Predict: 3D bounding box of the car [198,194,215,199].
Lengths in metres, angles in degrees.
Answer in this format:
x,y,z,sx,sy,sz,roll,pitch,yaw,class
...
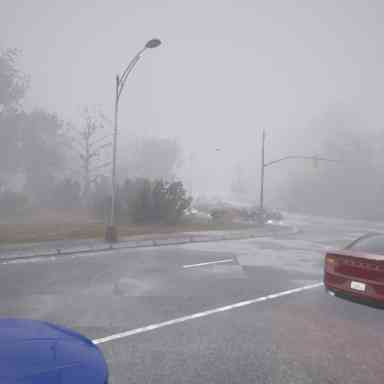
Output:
x,y,z,sx,sy,sz,roll,pitch,yaw,class
1.904,1.728,56.498,1.837,1.490,4.892,2,2,-12,car

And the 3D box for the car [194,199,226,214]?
x,y,z,sx,sy,sz,roll,pitch,yaw,class
2.249,2.034,42.784,1.994,1.385,4.181,3,0,-19,car

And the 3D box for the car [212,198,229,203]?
x,y,z,sx,sy,sz,roll,pitch,yaw,class
4.620,2.103,46.471,2.033,1.411,5.357,3,1,-18,car

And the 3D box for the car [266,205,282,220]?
x,y,z,sx,sy,sz,roll,pitch,yaw,class
8.096,2.214,37.261,1.837,1.490,4.892,3,-1,-21,car

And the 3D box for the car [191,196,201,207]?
x,y,z,sx,sy,sz,roll,pitch,yaw,class
-0.662,1.701,52.344,2.128,1.511,4.902,2,1,-15,car

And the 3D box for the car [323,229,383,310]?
x,y,z,sx,sy,sz,roll,pitch,yaw,class
4.959,1.554,7.317,5.008,1.535,1.882,1,-1,-35,car

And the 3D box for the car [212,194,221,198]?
x,y,z,sx,sy,sz,roll,pitch,yaw,class
5.851,1.104,79.146,2.033,1.411,5.357,2,2,-1,car

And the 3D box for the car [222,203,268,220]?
x,y,z,sx,sy,sz,roll,pitch,yaw,class
5.407,2.168,34.585,1.895,1.301,4.718,3,-1,-23,car

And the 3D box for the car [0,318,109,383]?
x,y,z,sx,sy,sz,roll,pitch,yaw,class
-2.899,1.478,1.675,5.008,1.535,1.882,0,0,-36,car
